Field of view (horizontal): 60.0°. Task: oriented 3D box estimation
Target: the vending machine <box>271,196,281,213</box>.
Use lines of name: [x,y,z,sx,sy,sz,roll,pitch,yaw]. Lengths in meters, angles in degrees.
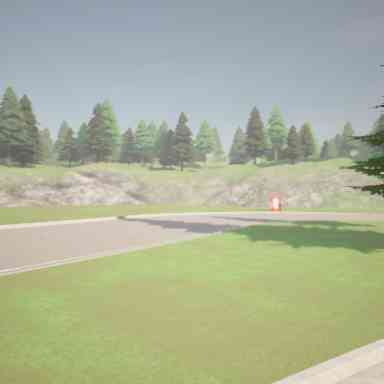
vending machine: [10.595,1.565,42.049,0.880,2.100,1.100,1,0,-6]
